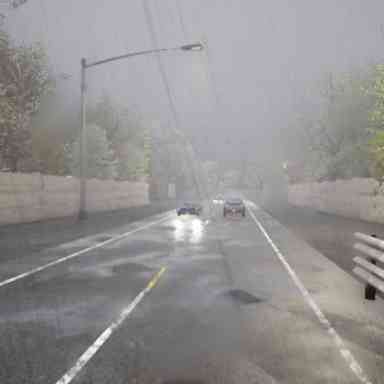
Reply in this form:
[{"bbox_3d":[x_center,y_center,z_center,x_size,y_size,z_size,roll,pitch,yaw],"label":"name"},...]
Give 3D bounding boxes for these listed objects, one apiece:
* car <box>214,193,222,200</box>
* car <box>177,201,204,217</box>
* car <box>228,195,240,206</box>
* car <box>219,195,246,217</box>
[{"bbox_3d":[5.783,1.024,72.624,2.128,1.511,4.902,0,0,7],"label":"car"},{"bbox_3d":[-0.082,1.425,28.818,1.895,1.301,4.718,0,0,7],"label":"car"},{"bbox_3d":[6.491,1.242,51.163,1.812,1.442,4.674,0,0,7],"label":"car"},{"bbox_3d":[3.791,1.334,29.843,2.128,1.511,4.902,0,0,7],"label":"car"}]
